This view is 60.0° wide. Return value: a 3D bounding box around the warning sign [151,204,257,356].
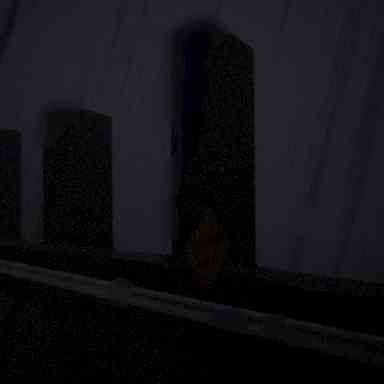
[{"bbox_3d":[0.221,1.143,5.030,1.060,1.860,1.300,-1,0,35],"label":"warning sign"}]
